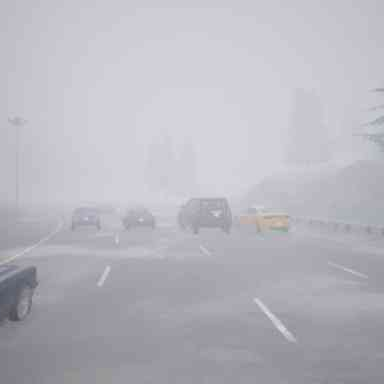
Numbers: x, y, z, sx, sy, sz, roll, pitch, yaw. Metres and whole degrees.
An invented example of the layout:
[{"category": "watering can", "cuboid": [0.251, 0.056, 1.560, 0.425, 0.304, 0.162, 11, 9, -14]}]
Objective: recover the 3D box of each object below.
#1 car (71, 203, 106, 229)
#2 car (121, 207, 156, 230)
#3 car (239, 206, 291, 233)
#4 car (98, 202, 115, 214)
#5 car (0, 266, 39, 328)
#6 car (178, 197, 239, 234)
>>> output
[{"category": "car", "cuboid": [-7.271, 1.696, 22.762, 2.033, 1.411, 5.357, 0, 0, -18]}, {"category": "car", "cuboid": [-3.712, 1.704, 22.683, 1.994, 1.385, 4.181, 0, 0, -16]}, {"category": "car", "cuboid": [4.161, 1.587, 20.460, 1.882, 1.535, 5.008, 0, 0, -14]}, {"category": "car", "cuboid": [-10.213, 1.808, 38.193, 1.994, 1.385, 4.181, 0, 0, -27]}, {"category": "car", "cuboid": [-3.761, 1.635, 4.327, 1.895, 1.301, 4.718, 0, 0, -4]}, {"category": "car", "cuboid": [0.661, 1.337, 20.310, 2.150, 2.045, 5.566, 0, 0, -14]}]
